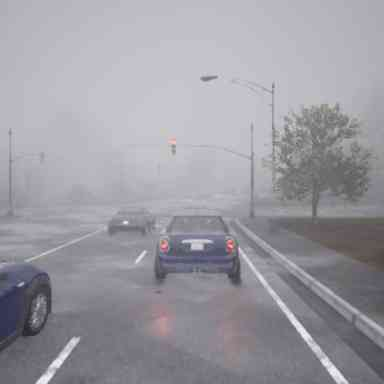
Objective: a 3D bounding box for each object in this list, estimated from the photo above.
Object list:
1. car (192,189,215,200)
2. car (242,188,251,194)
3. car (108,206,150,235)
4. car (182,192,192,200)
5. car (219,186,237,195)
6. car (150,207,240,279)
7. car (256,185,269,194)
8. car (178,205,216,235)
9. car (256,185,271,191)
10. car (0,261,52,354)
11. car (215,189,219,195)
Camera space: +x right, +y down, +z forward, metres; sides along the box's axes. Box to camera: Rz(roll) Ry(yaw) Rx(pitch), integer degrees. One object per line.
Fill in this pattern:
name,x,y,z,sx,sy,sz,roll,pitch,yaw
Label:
car,2.473,0.527,68.693,2.150,2.045,5.566,0,2,21
car,14.163,-0.314,84.203,1.812,1.442,4.674,0,4,33
car,-3.192,1.478,18.325,1.994,1.385,4.181,0,0,2
car,-0.601,0.779,70.425,1.837,1.490,4.892,0,2,21
car,9.398,-0.392,82.996,2.150,2.045,5.566,0,4,28
car,0.141,1.298,9.981,2.097,1.767,4.553,0,0,0
car,17.692,-0.372,83.266,2.128,1.511,4.902,0,4,33
car,0.333,1.513,19.245,1.895,1.301,4.718,0,0,2
car,19.835,-1.094,92.682,2.128,1.511,4.902,0,4,38
car,-3.393,1.328,3.727,2.097,1.767,4.553,0,0,0
car,6.243,-0.055,84.523,1.994,1.385,4.181,0,4,28
